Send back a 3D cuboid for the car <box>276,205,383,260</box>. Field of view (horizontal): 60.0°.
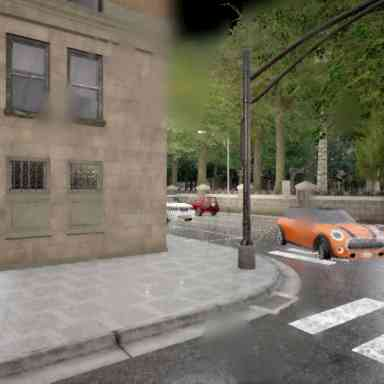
[{"bbox_3d":[4.960,1.345,12.452,2.097,1.767,4.553,0,0,-12],"label":"car"}]

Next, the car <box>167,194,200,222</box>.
[{"bbox_3d":[-2.035,1.198,25.360,2.150,2.045,5.566,0,0,-34],"label":"car"}]

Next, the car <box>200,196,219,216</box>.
[{"bbox_3d":[0.547,1.285,31.774,2.192,1.841,5.009,0,0,-35],"label":"car"}]

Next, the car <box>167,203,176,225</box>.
[{"bbox_3d":[-3.227,1.544,22.238,1.947,1.339,4.313,0,0,-35],"label":"car"}]
